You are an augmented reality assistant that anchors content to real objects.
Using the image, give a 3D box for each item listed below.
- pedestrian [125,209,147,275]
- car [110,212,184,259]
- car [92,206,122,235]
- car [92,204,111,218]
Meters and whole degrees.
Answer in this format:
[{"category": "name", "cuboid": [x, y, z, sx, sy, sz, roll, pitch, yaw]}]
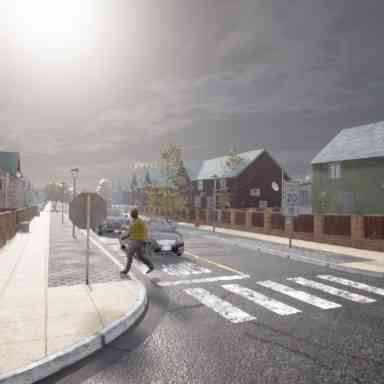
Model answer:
[{"category": "pedestrian", "cuboid": [-1.508, 1.289, 8.915, 0.375, 1.860, 0.375, 0, 0, -23]}, {"category": "car", "cuboid": [-1.868, 1.819, 14.227, 2.128, 1.511, 4.902, 1, -2, -23]}, {"category": "car", "cuboid": [-5.615, 1.940, 23.028, 2.097, 1.767, 4.553, 1, -2, -23]}, {"category": "car", "cuboid": [-13.137, 2.714, 48.171, 2.097, 1.767, 4.553, 1, -2, -23]}]
